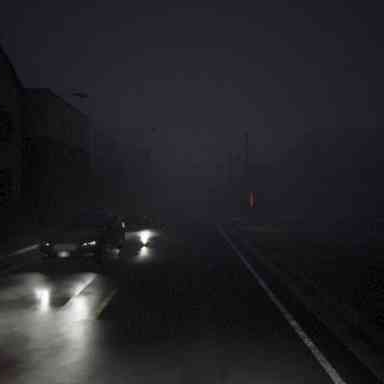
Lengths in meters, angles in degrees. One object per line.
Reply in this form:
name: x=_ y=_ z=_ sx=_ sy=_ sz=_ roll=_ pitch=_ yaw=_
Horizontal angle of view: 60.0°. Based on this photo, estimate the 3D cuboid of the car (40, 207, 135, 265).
car: x=-3.617 y=1.498 z=11.815 sx=2.128 sy=1.511 sz=4.902 roll=0 pitch=0 yaw=0

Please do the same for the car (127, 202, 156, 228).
car: x=-3.601 y=1.486 z=22.488 sx=1.882 sy=1.535 sz=5.008 roll=0 pitch=0 yaw=0
